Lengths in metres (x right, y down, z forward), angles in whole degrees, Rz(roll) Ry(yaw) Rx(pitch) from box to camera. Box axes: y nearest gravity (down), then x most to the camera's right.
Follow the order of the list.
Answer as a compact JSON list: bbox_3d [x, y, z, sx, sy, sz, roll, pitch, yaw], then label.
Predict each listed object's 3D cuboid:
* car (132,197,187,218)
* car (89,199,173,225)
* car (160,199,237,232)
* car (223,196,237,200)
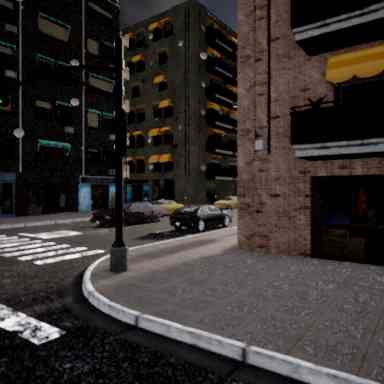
[{"bbox_3d":[-2.561,1.239,27.424,1.752,1.417,4.829,1,1,36],"label":"car"},{"bbox_3d":[-3.906,1.329,21.422,2.033,1.411,5.357,0,1,36],"label":"car"},{"bbox_3d":[0.575,1.325,18.358,2.008,1.369,4.403,1,1,36],"label":"car"},{"bbox_3d":[4.129,1.098,36.581,1.752,1.417,4.829,1,1,36],"label":"car"}]
